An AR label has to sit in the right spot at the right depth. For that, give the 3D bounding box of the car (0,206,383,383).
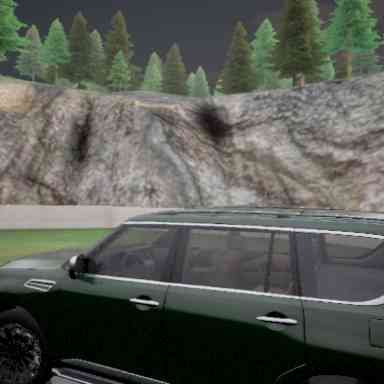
[{"bbox_3d":[0.106,1.183,3.815,5.566,2.045,2.150,1,0,24],"label":"car"}]
